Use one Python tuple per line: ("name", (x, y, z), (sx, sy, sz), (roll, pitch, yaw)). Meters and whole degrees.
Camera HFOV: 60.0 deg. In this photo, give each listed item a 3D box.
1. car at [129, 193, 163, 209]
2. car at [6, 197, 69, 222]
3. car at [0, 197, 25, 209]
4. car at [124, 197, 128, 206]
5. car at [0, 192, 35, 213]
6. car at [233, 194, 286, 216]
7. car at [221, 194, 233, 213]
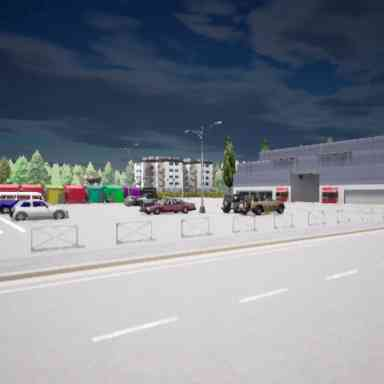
("car", (-6.715, 1.119, 48.294), (3.866, 1.878, 1.905), (0, 0, -35))
("car", (-11.165, 1.358, 24.415), (3.806, 1.475, 1.970), (0, 0, -35))
("car", (-22.624, 1.324, 40.555), (3.905, 1.438, 1.784), (0, 0, -35))
("car", (-8.379, 1.358, 50.663), (3.806, 1.475, 1.970), (0, 0, -35))
("car", (-21.002, 1.114, 38.154), (4.605, 1.855, 1.932), (0, 0, -35))
("car", (6.282, 1.118, 29.905), (4.605, 1.855, 1.932), (0, 0, -35))
("car", (4.654, 1.121, 32.299), (3.866, 1.878, 1.905), (0, 0, -35))
